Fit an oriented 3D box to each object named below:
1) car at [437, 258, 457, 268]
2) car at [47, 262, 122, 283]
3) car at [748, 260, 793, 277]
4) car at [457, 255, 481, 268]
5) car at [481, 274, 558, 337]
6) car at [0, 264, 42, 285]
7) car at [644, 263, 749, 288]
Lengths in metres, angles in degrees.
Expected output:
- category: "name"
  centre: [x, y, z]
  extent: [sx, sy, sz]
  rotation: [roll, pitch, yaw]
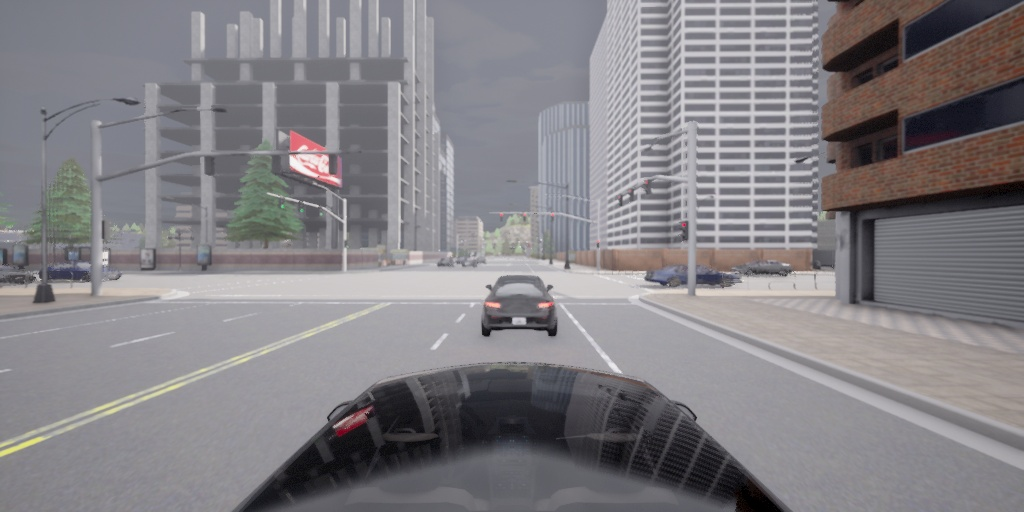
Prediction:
- category: "car"
  centre: [-9.713, 0.986, 52.633]
  extent: [1.837, 1.490, 4.892]
  rotation: [0, 0, 1]
- category: "car"
  centre: [-30.957, 1.136, 25.739]
  extent: [4.674, 1.442, 1.812]
  rotation: [0, 0, 1]
- category: "car"
  centre: [22.397, 1.094, 32.288]
  extent: [4.902, 1.511, 2.128]
  rotation: [0, 0, 1]
- category: "car"
  centre: [-6.215, 0.975, 52.588]
  extent: [2.128, 1.511, 4.902]
  rotation: [0, 0, 1]
- category: "car"
  centre: [0.207, 1.233, 10.034]
  extent: [1.812, 1.442, 4.674]
  rotation: [0, 0, 1]
- category: "car"
  centre: [-32.564, 1.192, 22.258]
  extent: [4.181, 1.385, 1.994]
  rotation: [0, 0, 1]
- category: "car"
  centre: [11.004, 1.198, 22.010]
  extent: [5.357, 1.411, 2.033]
  rotation: [0, 0, 2]
